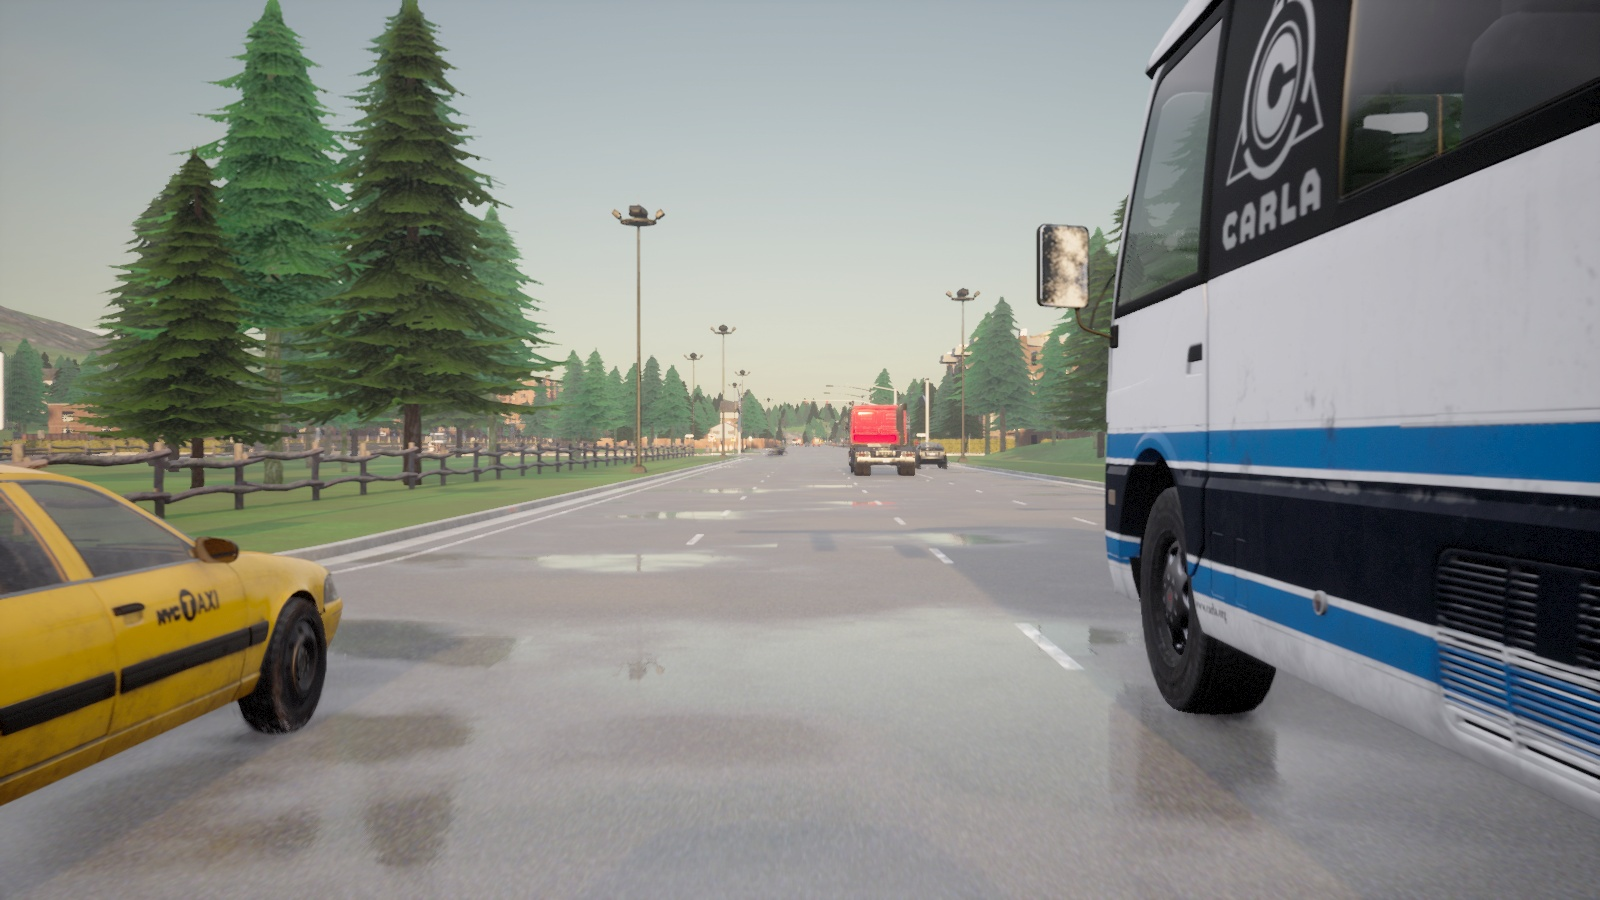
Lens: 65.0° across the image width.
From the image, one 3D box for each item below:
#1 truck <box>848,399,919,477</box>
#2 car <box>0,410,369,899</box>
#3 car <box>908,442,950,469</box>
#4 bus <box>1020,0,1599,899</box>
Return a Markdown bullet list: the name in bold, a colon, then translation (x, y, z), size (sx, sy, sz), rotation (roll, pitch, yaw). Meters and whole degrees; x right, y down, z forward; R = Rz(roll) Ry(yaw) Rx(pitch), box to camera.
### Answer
- **truck**: translation (3.858, -0.569, 59.845), size (2.891, 3.462, 7.936), rotation (0, 0, 0)
- **car**: translation (-3.458, 0.656, 4.731), size (1.801, 1.575, 5.366), rotation (0, 0, 0)
- **car**: translation (7.430, 0.290, 72.532), size (2.007, 1.525, 4.514), rotation (0, 0, 0)
- **bus**: translation (3.539, -0.649, 3.947), size (3.944, 4.253, 10.273), rotation (0, 0, 0)
